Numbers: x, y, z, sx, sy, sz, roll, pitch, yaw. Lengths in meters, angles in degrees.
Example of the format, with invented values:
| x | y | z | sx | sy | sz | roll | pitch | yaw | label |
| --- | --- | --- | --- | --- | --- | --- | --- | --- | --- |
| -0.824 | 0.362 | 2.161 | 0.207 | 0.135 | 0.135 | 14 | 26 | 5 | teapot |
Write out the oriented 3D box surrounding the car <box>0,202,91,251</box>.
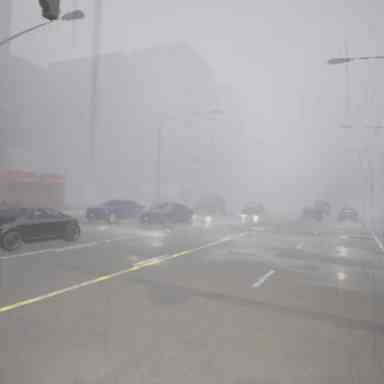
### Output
| x | y | z | sx | sy | sz | roll | pitch | yaw | label |
| --- | --- | --- | --- | --- | --- | --- | --- | --- | --- |
| -6.173 | 1.234 | 12.421 | 1.994 | 1.385 | 4.181 | 3 | 0 | 26 | car |

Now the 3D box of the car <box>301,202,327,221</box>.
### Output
| x | y | z | sx | sy | sz | roll | pitch | yaw | label |
| --- | --- | --- | --- | --- | --- | --- | --- | --- | --- |
| 13.213 | 2.270 | 36.393 | 1.882 | 1.535 | 5.008 | 3 | 0 | 26 | car |

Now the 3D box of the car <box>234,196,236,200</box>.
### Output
| x | y | z | sx | sy | sz | roll | pitch | yaw | label |
| --- | --- | --- | --- | --- | --- | --- | --- | --- | --- |
| 10.782 | 1.482 | 91.456 | 1.970 | 1.475 | 3.806 | 3 | 2 | 26 | car |

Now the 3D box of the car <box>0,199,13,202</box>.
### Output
| x | y | z | sx | sy | sz | roll | pitch | yaw | label |
| --- | --- | --- | --- | --- | --- | --- | --- | --- | --- |
| -9.192 | 1.016 | 14.210 | 1.837 | 1.490 | 4.892 | 3 | 0 | 26 | car |

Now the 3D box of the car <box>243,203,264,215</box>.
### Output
| x | y | z | sx | sy | sz | roll | pitch | yaw | label |
| --- | --- | --- | --- | --- | --- | --- | --- | --- | --- |
| 7.733 | 2.046 | 41.319 | 1.812 | 1.442 | 4.674 | 3 | -1 | 26 | car |

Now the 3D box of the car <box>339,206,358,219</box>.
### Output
| x | y | z | sx | sy | sz | roll | pitch | yaw | label |
| --- | --- | --- | --- | --- | --- | --- | --- | --- | --- |
| 21.750 | 2.788 | 46.189 | 2.128 | 1.511 | 4.902 | 3 | 0 | 26 | car |

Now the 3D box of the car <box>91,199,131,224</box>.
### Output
| x | y | z | sx | sy | sz | roll | pitch | yaw | label |
| --- | --- | --- | --- | --- | --- | --- | --- | --- | --- |
| -5.091 | 1.224 | 22.773 | 1.882 | 1.535 | 5.008 | 3 | 0 | 26 | car |

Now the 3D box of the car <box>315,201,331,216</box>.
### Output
| x | y | z | sx | sy | sz | roll | pitch | yaw | label |
| --- | --- | --- | --- | --- | --- | --- | --- | --- | --- |
| 18.567 | 2.351 | 47.612 | 2.150 | 2.045 | 5.566 | 3 | -1 | 26 | car |

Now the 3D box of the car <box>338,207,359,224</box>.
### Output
| x | y | z | sx | sy | sz | roll | pitch | yaw | label |
| --- | --- | --- | --- | --- | --- | --- | --- | --- | --- |
| 16.687 | 2.468 | 35.540 | 2.128 | 1.511 | 4.902 | 3 | 0 | 26 | car |

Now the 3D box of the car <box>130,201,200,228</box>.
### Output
| x | y | z | sx | sy | sz | roll | pitch | yaw | label |
| --- | --- | --- | --- | --- | --- | --- | --- | --- | --- |
| -1.602 | 1.408 | 21.968 | 1.882 | 1.535 | 5.008 | 3 | 0 | 26 | car |

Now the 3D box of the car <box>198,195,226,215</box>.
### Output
| x | y | z | sx | sy | sz | roll | pitch | yaw | label |
| --- | --- | --- | --- | --- | --- | --- | --- | --- | --- |
| 2.106 | 1.423 | 37.724 | 2.150 | 2.045 | 5.566 | 3 | 0 | 26 | car |
